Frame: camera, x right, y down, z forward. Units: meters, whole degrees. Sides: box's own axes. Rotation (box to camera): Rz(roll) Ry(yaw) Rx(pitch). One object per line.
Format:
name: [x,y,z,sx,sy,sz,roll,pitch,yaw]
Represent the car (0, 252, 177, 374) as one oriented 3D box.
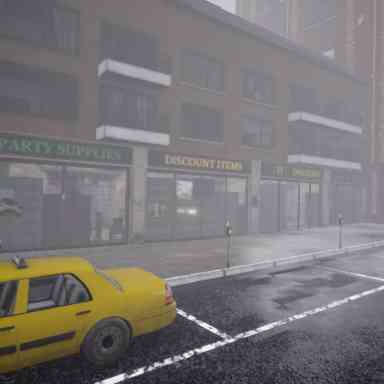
car: [-2.516,1.526,4.278,4.829,1.417,1.752,0,2,-35]
